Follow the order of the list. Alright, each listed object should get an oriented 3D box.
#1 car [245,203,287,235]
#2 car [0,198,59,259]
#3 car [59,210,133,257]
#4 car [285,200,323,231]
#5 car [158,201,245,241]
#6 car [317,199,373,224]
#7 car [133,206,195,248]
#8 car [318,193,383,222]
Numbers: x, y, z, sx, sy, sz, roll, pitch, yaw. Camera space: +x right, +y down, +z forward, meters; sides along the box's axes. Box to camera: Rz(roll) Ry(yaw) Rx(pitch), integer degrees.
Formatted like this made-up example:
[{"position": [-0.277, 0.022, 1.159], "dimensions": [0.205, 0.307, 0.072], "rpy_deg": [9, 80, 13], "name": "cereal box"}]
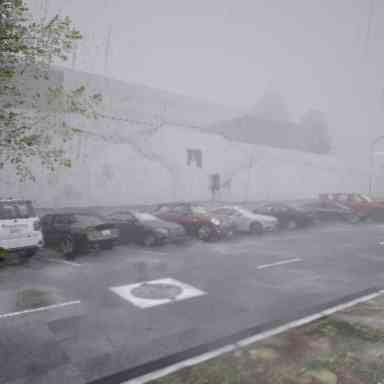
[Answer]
[{"position": [2.425, 1.488, 18.279], "dimensions": [4.674, 1.452, 2.002], "rpy_deg": [-1, -1, 35], "name": "car"}, {"position": [-7.384, 1.241, 11.325], "dimensions": [5.566, 2.045, 2.435], "rpy_deg": [-1, -1, 35], "name": "car"}, {"position": [-4.939, 1.517, 13.063], "dimensions": [4.792, 1.488, 2.163], "rpy_deg": [-1, 0, 35], "name": "car"}, {"position": [4.875, 1.428, 20.012], "dimensions": [5.008, 1.535, 2.097], "rpy_deg": [-1, 0, 35], "name": "car"}, {"position": [-0.045, 1.340, 16.556], "dimensions": [4.553, 1.767, 2.185], "rpy_deg": [-1, -1, 35], "name": "car"}, {"position": [9.787, 1.412, 23.486], "dimensions": [4.792, 1.488, 2.163], "rpy_deg": [-1, -1, 35], "name": "car"}, {"position": [-2.462, 1.522, 14.799], "dimensions": [4.674, 1.452, 2.002], "rpy_deg": [-1, -1, 35], "name": "car"}, {"position": [12.228, 1.111, 25.232], "dimensions": [5.566, 2.045, 2.435], "rpy_deg": [-1, -1, 35], "name": "car"}]
